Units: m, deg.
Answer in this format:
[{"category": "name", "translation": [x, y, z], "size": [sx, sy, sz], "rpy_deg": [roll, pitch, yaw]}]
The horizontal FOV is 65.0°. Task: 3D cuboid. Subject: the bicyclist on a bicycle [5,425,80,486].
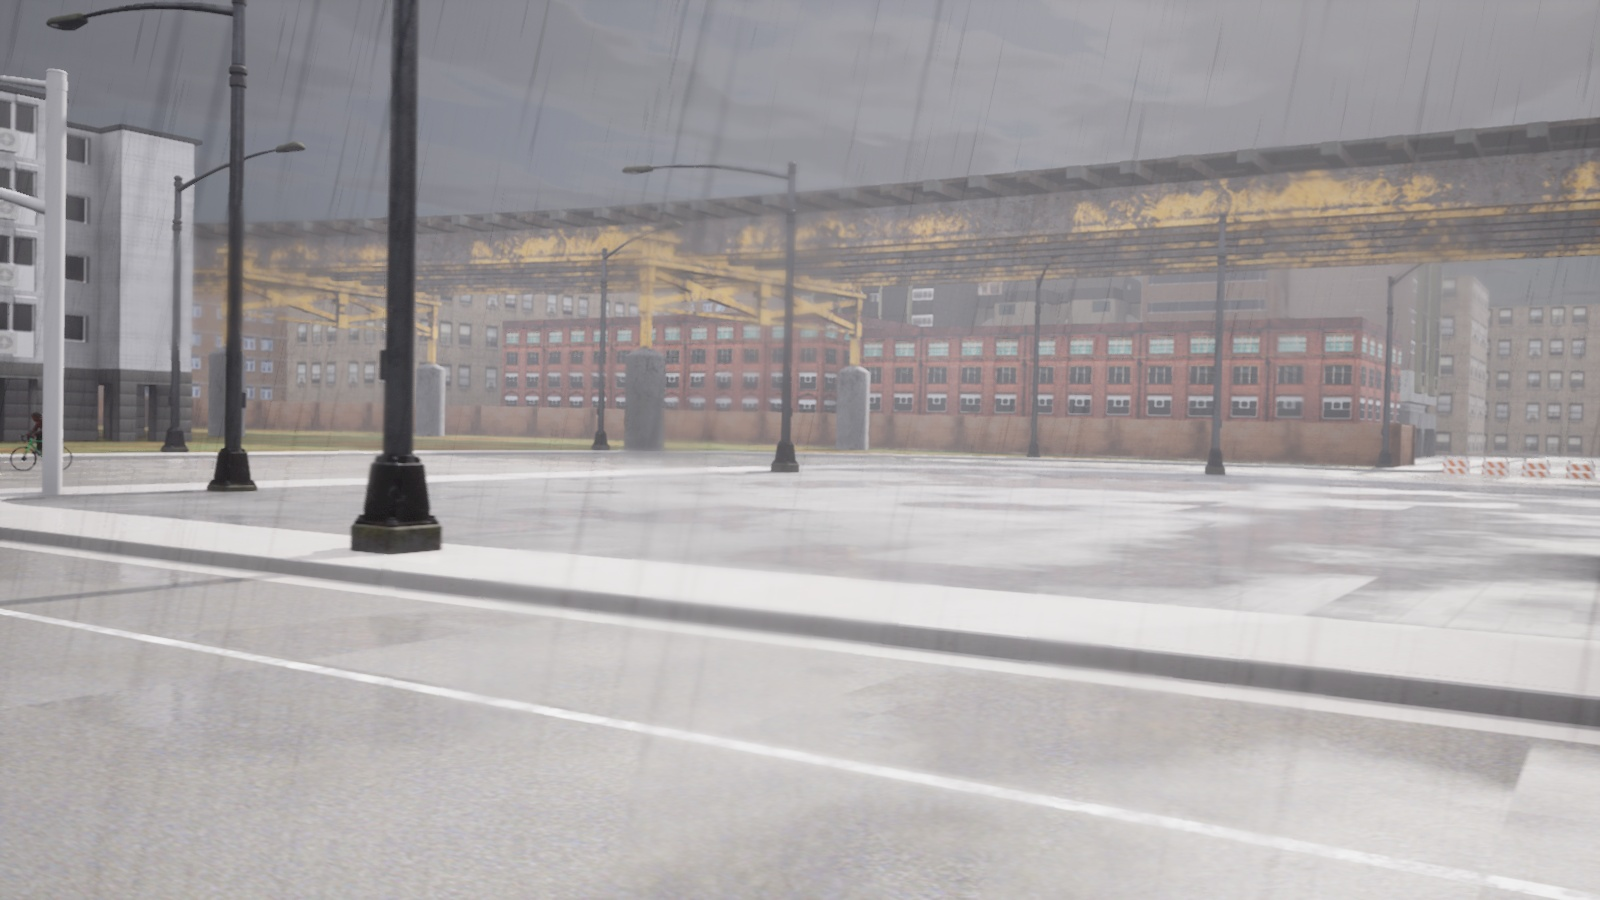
[{"category": "bicyclist on a bicycle", "translation": [-20.877, 0.142, 34.642], "size": [0.582, 1.620, 1.656], "rpy_deg": [1, 2, 33]}]
